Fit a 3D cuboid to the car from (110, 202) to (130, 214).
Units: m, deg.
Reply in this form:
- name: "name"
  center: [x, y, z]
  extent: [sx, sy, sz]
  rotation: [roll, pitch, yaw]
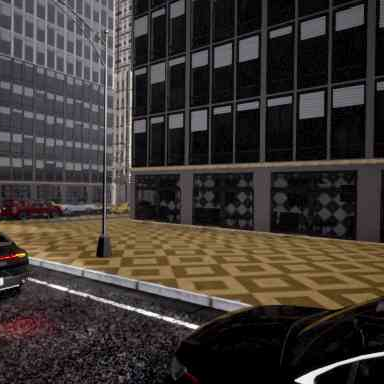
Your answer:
- name: "car"
  center: [-7.335, 1.830, 38.851]
  extent: [1.752, 1.417, 4.829]
  rotation: [1, 0, 37]

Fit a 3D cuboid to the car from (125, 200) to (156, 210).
- name: "car"
  center: [-7.442, 1.842, 48.381]
  extent: [1.994, 1.385, 4.181]
  rotation: [1, 0, 37]

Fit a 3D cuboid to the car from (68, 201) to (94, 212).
- name: "car"
  center: [-14.086, 1.782, 39.461]
  extent: [1.895, 1.301, 4.718]
  rotation: [1, 0, 37]

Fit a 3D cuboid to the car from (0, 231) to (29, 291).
- name: "car"
  center: [-5.731, 1.500, 7.801]
  extent: [4.892, 1.490, 1.837]
  rotation: [0, 0, 36]

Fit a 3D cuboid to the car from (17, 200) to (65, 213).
- name: "car"
  center: [-17.629, 1.643, 39.051]
  extent: [1.752, 1.417, 4.829]
  rotation: [1, 0, 37]

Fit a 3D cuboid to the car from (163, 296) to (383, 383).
- name: "car"
  center: [1.986, 1.505, 2.258]
  extent: [4.892, 1.490, 1.837]
  rotation: [0, 0, 36]

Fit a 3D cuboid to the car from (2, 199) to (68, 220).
- name: "car"
  center: [-14.164, 1.519, 29.664]
  extent: [2.192, 1.841, 5.009]
  rotation: [1, 0, 37]
